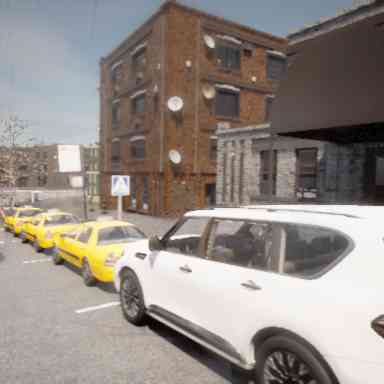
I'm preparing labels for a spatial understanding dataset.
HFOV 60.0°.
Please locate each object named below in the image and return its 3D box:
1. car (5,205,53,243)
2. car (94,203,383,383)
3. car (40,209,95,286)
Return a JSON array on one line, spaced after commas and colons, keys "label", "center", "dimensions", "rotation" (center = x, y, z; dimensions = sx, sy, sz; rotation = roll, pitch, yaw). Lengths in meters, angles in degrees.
[{"label": "car", "center": [-9.129, 1.523, 18.452], "dimensions": [1.946, 1.575, 5.366], "rotation": [-1, 0, -36]}, {"label": "car", "center": [0.819, 1.194, 4.845], "dimensions": [2.435, 2.045, 5.566], "rotation": [-1, 0, -36]}, {"label": "car", "center": [-2.608, 1.469, 9.534], "dimensions": [1.946, 1.575, 5.366], "rotation": [-1, 0, -36]}]
